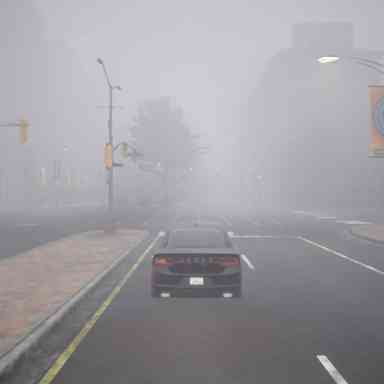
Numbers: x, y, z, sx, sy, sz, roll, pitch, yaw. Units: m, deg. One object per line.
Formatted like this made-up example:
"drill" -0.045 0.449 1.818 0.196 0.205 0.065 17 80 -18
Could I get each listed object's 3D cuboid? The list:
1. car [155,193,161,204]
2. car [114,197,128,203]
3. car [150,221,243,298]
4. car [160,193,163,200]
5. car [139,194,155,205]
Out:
"car" -7.791 1.525 65.821 1.812 1.442 4.674 0 0 1
"car" -14.499 1.594 67.931 1.895 1.301 4.718 0 0 0
"car" 0.109 1.477 8.555 1.882 1.535 5.008 0 0 1
"car" -7.717 1.224 76.572 2.150 2.045 5.566 0 0 0
"car" -7.873 1.504 56.562 1.837 1.490 4.892 0 0 1
